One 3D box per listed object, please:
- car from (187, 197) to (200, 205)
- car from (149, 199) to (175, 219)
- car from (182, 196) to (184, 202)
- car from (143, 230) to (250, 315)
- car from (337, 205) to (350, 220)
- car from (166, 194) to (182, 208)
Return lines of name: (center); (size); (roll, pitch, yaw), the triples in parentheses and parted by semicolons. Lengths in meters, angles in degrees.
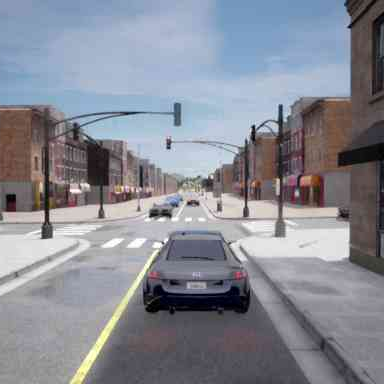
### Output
car: (0.195, 1.371, 51.483); (1.895, 1.301, 4.718); (0, 0, 0)
car: (-2.646, 1.512, 28.340); (1.895, 1.301, 4.718); (0, 0, -3)
car: (-2.669, 1.165, 64.681); (2.128, 1.511, 4.902); (0, 0, 1)
car: (0.102, 1.556, 7.653); (1.994, 1.385, 4.181); (0, 0, 1)
car: (12.197, 1.073, 21.910); (5.008, 1.535, 1.882); (-3, 1, 0)
car: (-2.761, 1.292, 44.933); (1.882, 1.535, 5.008); (0, 0, 0)
